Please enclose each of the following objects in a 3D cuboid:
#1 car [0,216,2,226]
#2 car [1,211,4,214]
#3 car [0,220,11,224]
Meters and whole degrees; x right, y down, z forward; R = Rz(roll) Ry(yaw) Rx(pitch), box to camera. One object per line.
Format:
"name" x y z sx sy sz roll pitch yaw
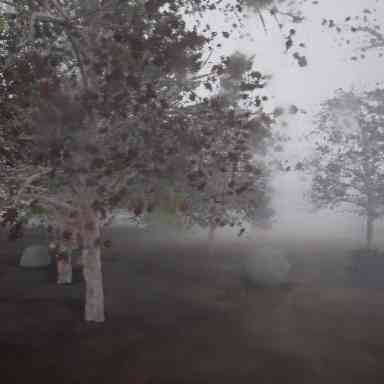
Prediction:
"car" -32.065 4.516 51.302 4.792 1.488 2.163 0 0 17
"car" -30.327 4.235 53.646 5.566 2.045 2.435 0 0 17
"car" -20.478 4.429 38.532 5.566 2.045 2.435 1 1 17
